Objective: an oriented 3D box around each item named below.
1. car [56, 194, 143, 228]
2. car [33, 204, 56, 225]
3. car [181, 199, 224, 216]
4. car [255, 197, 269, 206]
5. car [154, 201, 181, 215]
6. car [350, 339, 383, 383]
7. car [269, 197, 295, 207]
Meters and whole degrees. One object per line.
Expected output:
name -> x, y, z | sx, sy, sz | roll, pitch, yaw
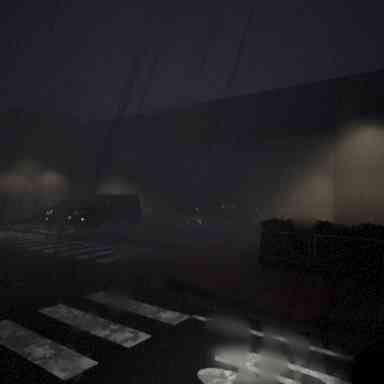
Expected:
car -> -5.726, 1.179, 22.150 | 2.150, 2.045, 5.566 | 0, 0, 35
car -> -8.877, 1.301, 23.858 | 2.097, 1.767, 4.553 | 0, 0, 37
car -> 1.354, 1.462, 32.090 | 1.837, 1.490, 4.892 | 0, 0, 35
car -> 11.909, 1.497, 52.782 | 2.033, 1.411, 5.357 | 0, 0, 36
car -> -1.730, 1.549, 33.793 | 1.895, 1.301, 4.718 | 0, 0, 35
car -> 3.319, 1.530, 1.628 | 4.674, 1.442, 1.812 | 0, 0, 35
car -> 13.776, 1.451, 49.397 | 2.128, 1.511, 4.902 | 0, 0, 36
